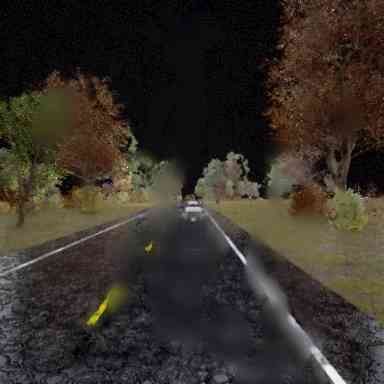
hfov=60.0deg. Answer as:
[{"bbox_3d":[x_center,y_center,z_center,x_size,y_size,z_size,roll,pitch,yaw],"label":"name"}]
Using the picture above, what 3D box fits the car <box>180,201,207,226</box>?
[{"bbox_3d":[0.101,1.623,23.873,1.812,1.442,4.674,0,0,0],"label":"car"}]
